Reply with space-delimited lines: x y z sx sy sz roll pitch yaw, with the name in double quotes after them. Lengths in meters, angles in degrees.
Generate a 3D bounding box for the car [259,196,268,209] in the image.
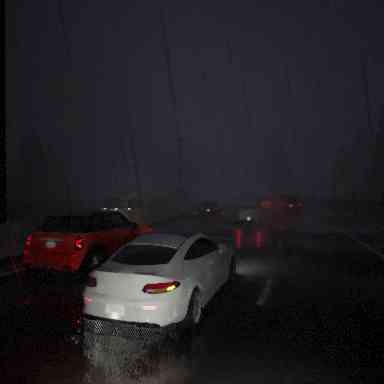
9.301 1.380 42.179 2.097 1.767 4.553 0 0 2 "car"

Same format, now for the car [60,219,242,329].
-0.359 1.531 6.988 1.812 1.442 4.674 0 0 19 "car"

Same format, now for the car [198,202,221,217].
1.716 1.588 31.479 1.994 1.385 4.181 0 0 7 "car"

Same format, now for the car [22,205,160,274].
-2.902 1.362 10.455 2.097 1.767 4.553 0 0 18 "car"

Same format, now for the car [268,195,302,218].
8.675 1.243 30.745 2.150 2.045 5.566 0 0 7 "car"

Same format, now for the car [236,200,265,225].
4.211 1.542 24.415 1.812 1.442 4.674 0 0 10 "car"
